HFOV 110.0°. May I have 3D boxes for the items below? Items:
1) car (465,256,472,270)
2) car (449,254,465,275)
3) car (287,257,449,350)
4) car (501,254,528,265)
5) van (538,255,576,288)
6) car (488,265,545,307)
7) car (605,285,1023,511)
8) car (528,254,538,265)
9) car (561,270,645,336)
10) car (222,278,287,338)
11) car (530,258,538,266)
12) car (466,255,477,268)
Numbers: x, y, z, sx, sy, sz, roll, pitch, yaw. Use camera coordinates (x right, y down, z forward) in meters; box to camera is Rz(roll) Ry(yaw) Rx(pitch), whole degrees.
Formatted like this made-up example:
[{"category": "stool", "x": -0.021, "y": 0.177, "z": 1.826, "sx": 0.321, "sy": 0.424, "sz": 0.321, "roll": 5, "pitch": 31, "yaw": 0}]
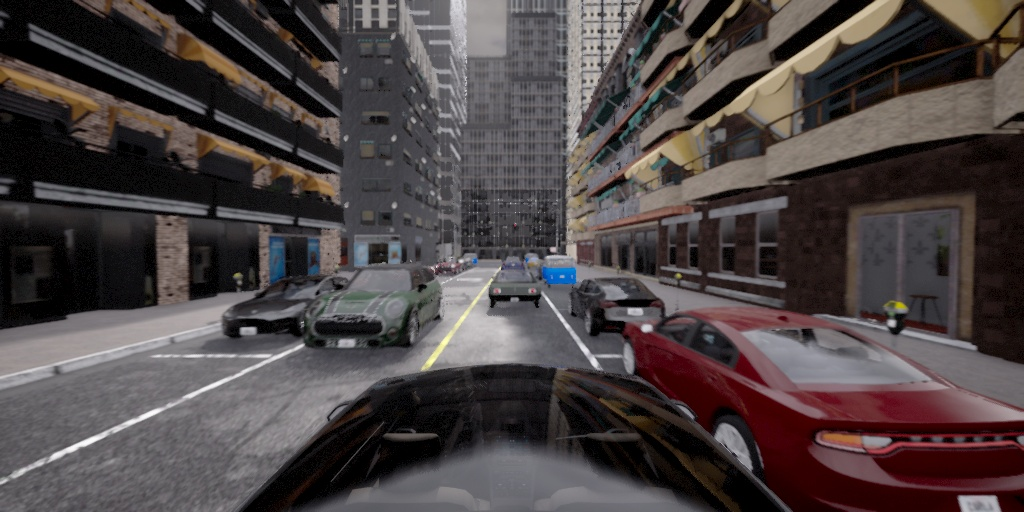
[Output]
[{"category": "car", "x": -5.685, "y": 0.902, "z": 37.932, "sx": 1.948, "sy": 1.339, "sz": 4.313, "roll": 0, "pitch": 0, "yaw": 0}, {"category": "car", "x": -5.686, "y": 0.840, "z": 32.331, "sx": 1.967, "sy": 1.591, "sz": 4.097, "roll": 0, "pitch": 0, "yaw": 0}, {"category": "car", "x": -3.099, "y": 1.019, "z": 8.957, "sx": 2.097, "sy": 1.767, "sz": 4.553, "roll": 0, "pitch": 1, "yaw": 0}, {"category": "car", "x": 0.105, "y": 0.744, "z": 33.081, "sx": 2.097, "sy": 1.767, "sz": 4.553, "roll": 0, "pitch": 1, "yaw": 0}, {"category": "van", "x": 2.692, "y": 0.869, "z": 21.097, "sx": 1.690, "sy": 1.789, "sz": 3.998, "roll": 0, "pitch": 0, "yaw": 0}, {"category": "car", "x": 0.099, "y": 1.203, "z": 14.567, "sx": 1.895, "sy": 1.301, "sz": 4.718, "roll": 0, "pitch": 1, "yaw": 0}, {"category": "car", "x": 2.690, "y": 1.265, "z": 4.293, "sx": 1.888, "sy": 1.381, "sz": 4.507, "roll": 0, "pitch": 0, "yaw": 0}, {"category": "car", "x": 2.696, "y": 0.799, "z": 43.674, "sx": 1.751, "sy": 1.417, "sz": 4.829, "roll": 0, "pitch": 0, "yaw": 0}, {"category": "car", "x": 2.691, "y": 1.222, "z": 9.894, "sx": 1.948, "sy": 1.339, "sz": 4.313, "roll": 0, "pitch": 0, "yaw": 0}, {"category": "car", "x": -5.690, "y": 1.221, "z": 9.924, "sx": 1.948, "sy": 1.339, "sz": 4.313, "roll": 0, "pitch": 0, "yaw": 0}, {"category": "car", "x": 2.694, "y": 1.014, "z": 26.699, "sx": 2.007, "sy": 1.370, "sz": 4.403, "roll": 0, "pitch": 0, "yaw": 0}, {"category": "car", "x": -5.685, "y": 0.823, "z": 43.534, "sx": 2.007, "sy": 1.370, "sz": 4.403, "roll": 0, "pitch": 0, "yaw": 0}]
